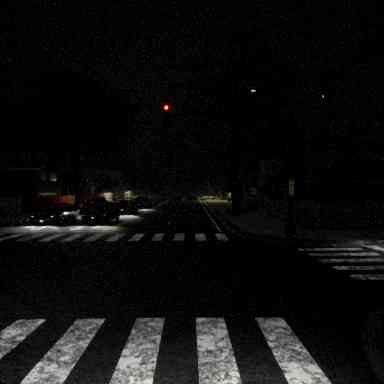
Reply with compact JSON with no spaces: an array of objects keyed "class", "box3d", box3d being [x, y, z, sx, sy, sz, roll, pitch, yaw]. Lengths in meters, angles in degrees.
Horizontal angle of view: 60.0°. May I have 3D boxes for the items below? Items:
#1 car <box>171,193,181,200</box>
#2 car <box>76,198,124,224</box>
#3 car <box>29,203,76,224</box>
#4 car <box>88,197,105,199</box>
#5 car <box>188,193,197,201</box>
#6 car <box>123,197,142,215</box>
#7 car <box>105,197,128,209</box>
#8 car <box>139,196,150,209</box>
[{"class":"car","box3d":[-3.184,0.939,67.802,2.128,1.511,4.902,0,1,0]},{"class":"car","box3d":[-6.611,1.469,24.512,1.837,1.490,4.892,0,0,0]},{"class":"car","box3d":[-9.863,1.512,24.432,2.033,1.411,5.357,0,0,0]},{"class":"car","box3d":[-9.865,1.286,33.816,2.097,1.767,4.553,0,0,0]},{"class":"car","box3d":[0.070,0.936,67.114,1.882,1.535,5.008,0,1,0]},{"class":"car","box3d":[-6.612,1.500,33.410,1.994,1.385,4.181,0,0,0]},{"class":"car","box3d":[-9.862,1.432,43.863,1.895,1.301,4.718,0,1,0]},{"class":"car","box3d":[-6.610,1.337,43.814,1.837,1.490,4.892,0,1,0]}]
